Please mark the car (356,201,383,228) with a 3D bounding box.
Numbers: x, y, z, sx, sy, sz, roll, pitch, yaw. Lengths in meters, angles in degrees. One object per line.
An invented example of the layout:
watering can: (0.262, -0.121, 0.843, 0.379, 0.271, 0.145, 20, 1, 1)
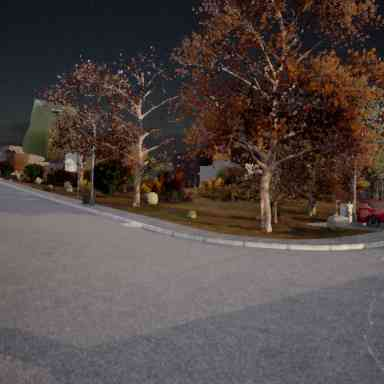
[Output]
car: (15.628, 1.727, 25.356, 5.566, 2.045, 2.435, -1, -2, 32)
